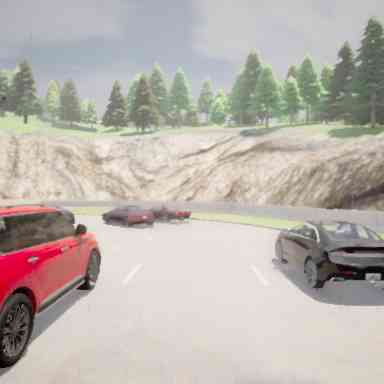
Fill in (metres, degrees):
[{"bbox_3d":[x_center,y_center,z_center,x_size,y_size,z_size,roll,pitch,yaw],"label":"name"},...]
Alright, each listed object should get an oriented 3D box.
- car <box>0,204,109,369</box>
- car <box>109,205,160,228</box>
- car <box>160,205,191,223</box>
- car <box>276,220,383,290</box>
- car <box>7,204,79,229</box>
[{"bbox_3d":[-3.324,1.216,5.883,2.150,2.045,5.566,0,0,0],"label":"car"},{"bbox_3d":[-4.420,1.580,22.804,1.994,1.385,4.181,1,0,-43],"label":"car"},{"bbox_3d":[-2.416,1.627,25.923,4.718,1.301,1.895,0,0,41],"label":"car"},{"bbox_3d":[3.691,1.517,9.180,2.128,1.511,4.902,0,0,0],"label":"car"},{"bbox_3d":[-9.880,1.557,22.074,4.181,1.385,1.994,0,0,23],"label":"car"}]
